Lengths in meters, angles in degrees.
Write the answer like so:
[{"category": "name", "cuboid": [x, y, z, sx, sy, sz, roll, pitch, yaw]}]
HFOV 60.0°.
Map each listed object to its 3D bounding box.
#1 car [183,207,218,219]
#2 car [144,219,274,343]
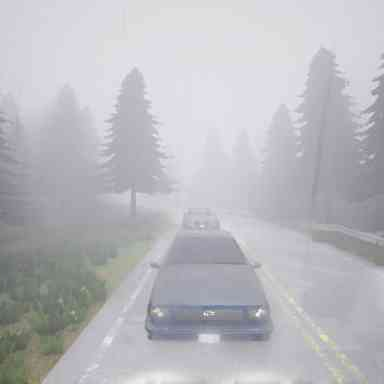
[{"category": "car", "cuboid": [0.461, 1.584, 19.165, 1.994, 1.385, 4.181, 0, 0, -2]}, {"category": "car", "cuboid": [0.277, 1.557, 7.080, 2.033, 1.411, 5.357, 0, 0, 1]}]
